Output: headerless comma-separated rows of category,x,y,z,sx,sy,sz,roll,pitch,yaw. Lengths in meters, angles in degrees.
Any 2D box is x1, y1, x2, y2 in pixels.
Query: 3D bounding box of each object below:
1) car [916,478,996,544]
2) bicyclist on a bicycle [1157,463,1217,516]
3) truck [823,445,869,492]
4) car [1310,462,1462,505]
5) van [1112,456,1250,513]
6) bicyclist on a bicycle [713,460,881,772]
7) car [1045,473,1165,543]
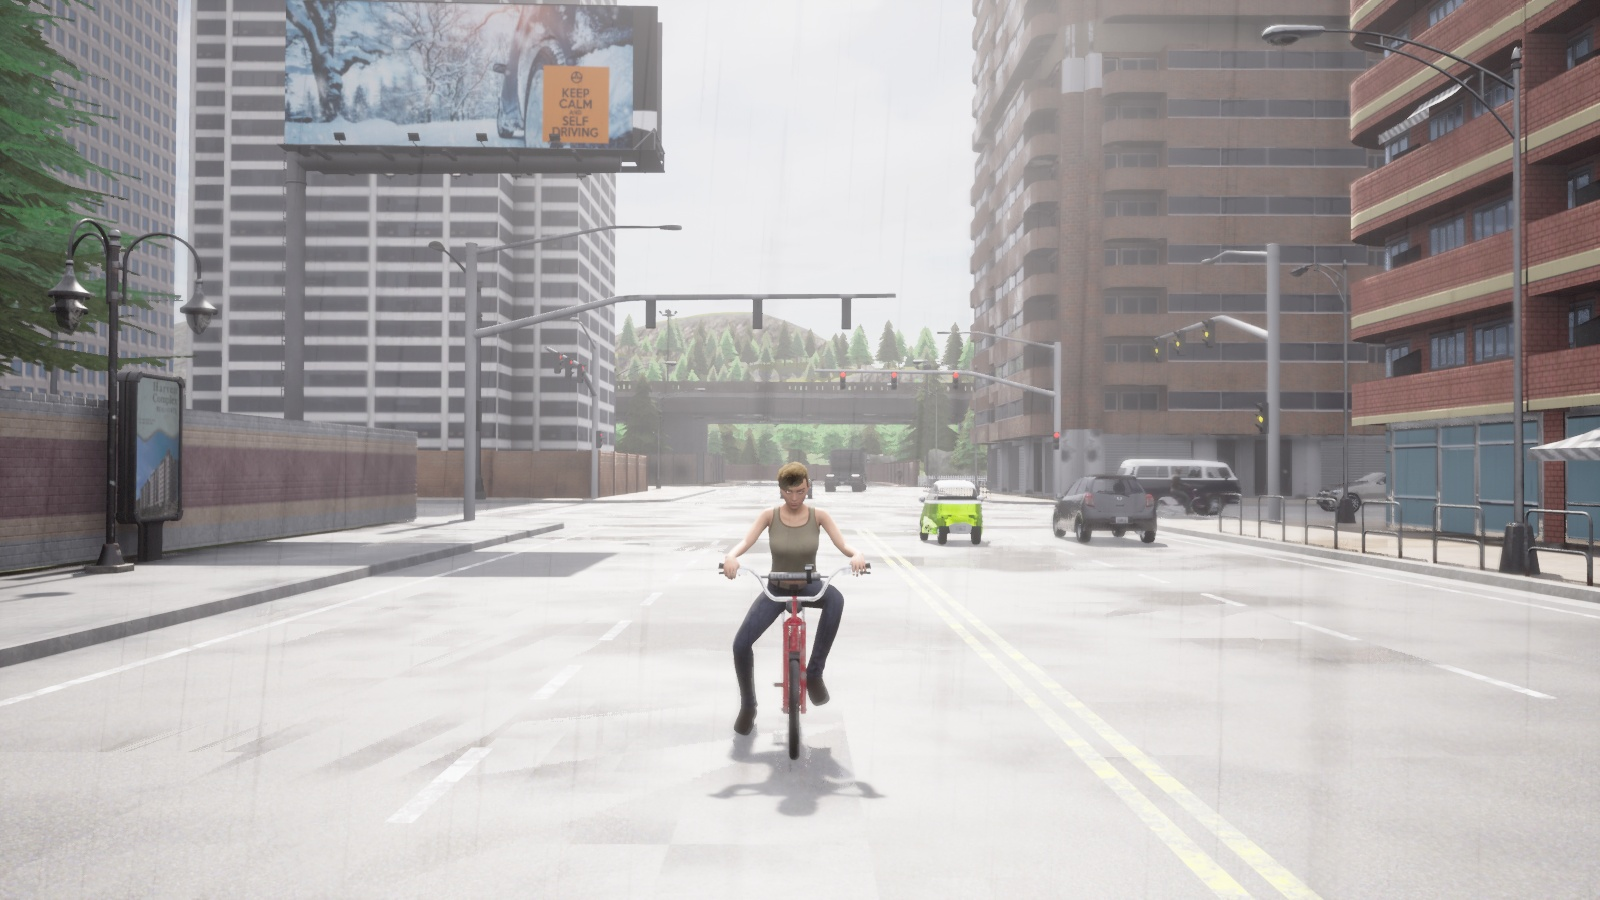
car,3.426,1.322,27.811,1.481,1.376,2.207,0,-1,0
bicyclist on a bicycle,13.240,1.352,42.965,1.843,1.776,0.659,0,-1,0
truck,3.613,1.450,97.486,2.891,3.462,7.936,-1,-1,7
car,23.241,1.337,49.939,5.027,1.651,2.152,0,-1,0
van,14.034,1.260,46.465,4.480,2.038,2.069,0,-1,0
bicyclist on a bicycle,-0.027,0.873,7.275,0.866,1.612,1.509,0,-1,-1
car,6.923,1.284,28.835,1.845,1.501,3.633,0,-1,0
